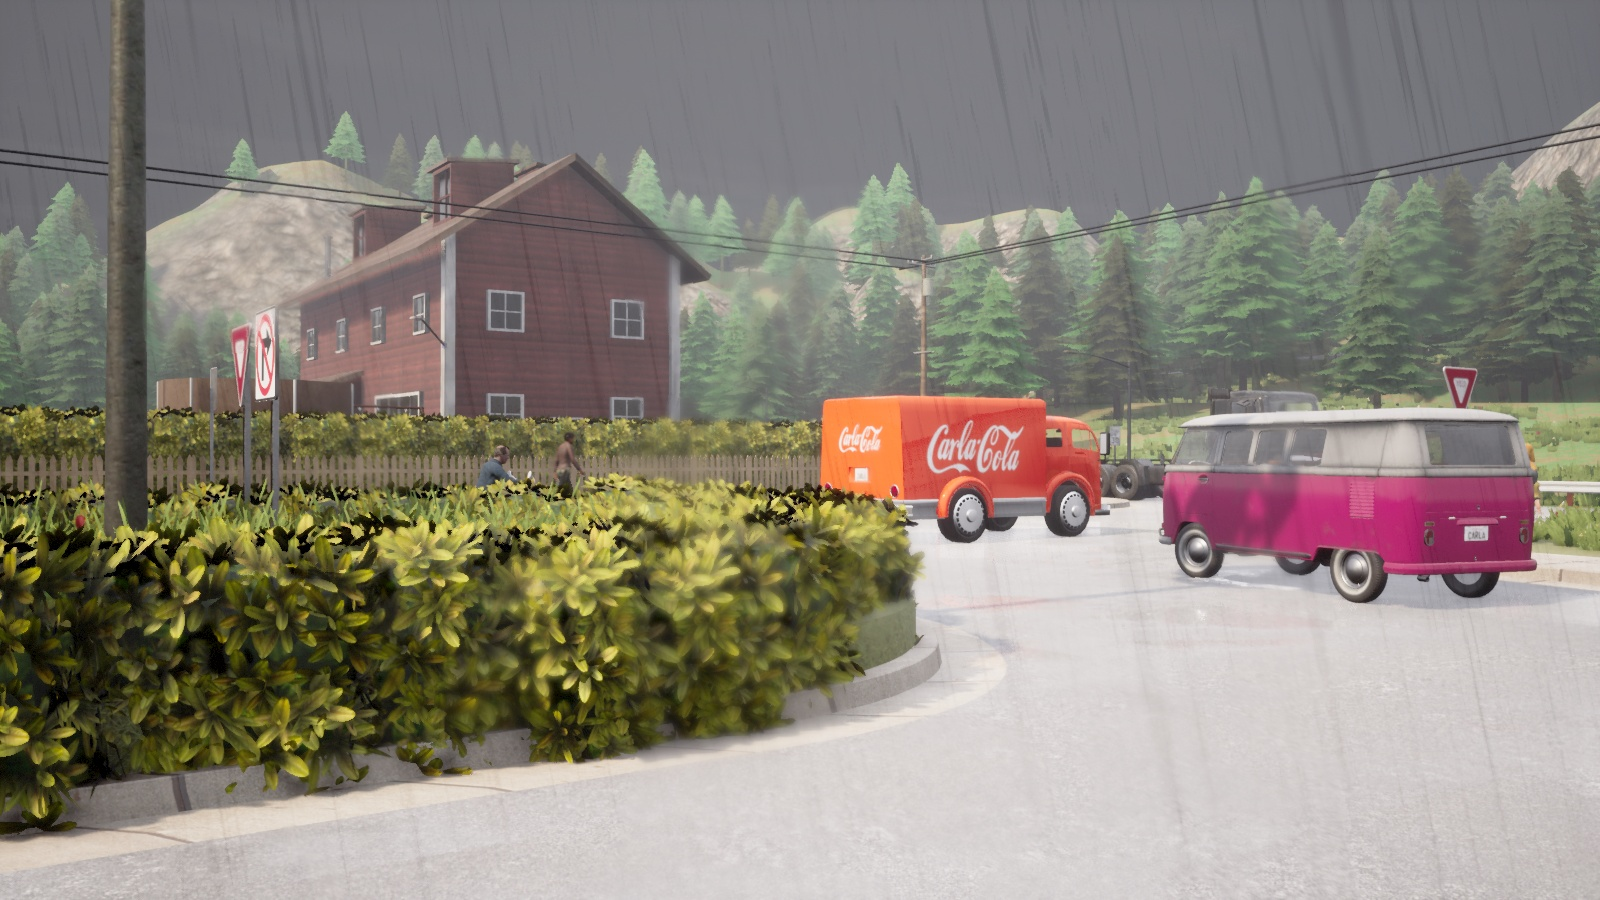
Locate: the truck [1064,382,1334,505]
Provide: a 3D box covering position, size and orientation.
[{"bbox_3d":[12.222,-0.167,39.272,2.891,3.462,7.936,0,0,-34],"label":"truck"}]

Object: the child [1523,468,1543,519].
[{"bbox_3d":[16.152,0.945,27.667,0.255,1.110,0.394,0,0,11],"label":"child"}]

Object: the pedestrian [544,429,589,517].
[{"bbox_3d":[-4.852,0.474,26.133,0.869,1.805,0.328,0,0,-35],"label":"pedestrian"}]

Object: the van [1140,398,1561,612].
[{"bbox_3d":[5.870,0.520,14.076,1.775,1.987,4.442,0,0,-19],"label":"van"}]

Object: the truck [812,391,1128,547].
[{"bbox_3d":[3.098,0.306,22.486,5.204,2.467,2.627,0,0,-35],"label":"truck"}]

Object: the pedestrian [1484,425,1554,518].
[{"bbox_3d":[14.575,0.432,25.479,0.874,1.855,0.900,0,0,-7],"label":"pedestrian"}]
